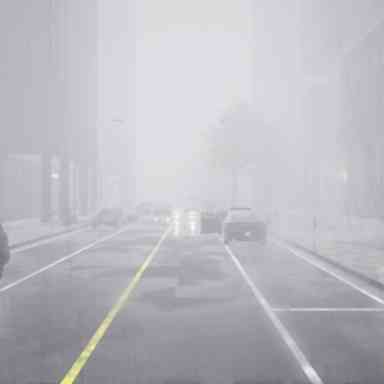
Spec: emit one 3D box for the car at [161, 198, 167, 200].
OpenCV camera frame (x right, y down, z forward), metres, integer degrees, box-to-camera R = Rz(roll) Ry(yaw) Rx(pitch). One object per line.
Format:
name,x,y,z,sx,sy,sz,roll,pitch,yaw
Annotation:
car,-5.773,2.058,57.183,1.752,1.417,4.829,0,-1,0

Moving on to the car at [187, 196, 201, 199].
car,-0.009,1.738,55.507,2.150,2.045,5.566,0,-1,0

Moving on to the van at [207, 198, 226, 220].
van,2.756,1.662,34.890,1.690,1.788,3.998,0,-1,0

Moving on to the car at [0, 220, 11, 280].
car,-5.764,1.377,6.787,2.192,1.841,5.009,0,-1,0

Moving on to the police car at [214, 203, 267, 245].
police car,2.364,1.576,16.580,1.930,1.638,5.238,0,-1,0

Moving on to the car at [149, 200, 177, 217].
car,-3.103,1.882,36.383,2.033,1.411,5.357,0,-1,0

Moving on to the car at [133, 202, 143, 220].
car,-5.768,1.792,29.090,1.752,1.417,4.829,0,-1,0

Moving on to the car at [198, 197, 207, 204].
car,2.746,2.125,85.453,2.192,1.841,5.009,0,-1,0

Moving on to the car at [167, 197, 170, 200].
car,-5.774,2.029,62.972,1.967,1.590,4.097,0,-1,0

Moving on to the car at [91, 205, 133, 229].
car,-5.767,1.782,23.641,1.947,1.339,4.313,0,-1,0

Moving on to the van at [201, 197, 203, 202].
van,2.753,1.821,51.744,1.690,1.788,3.998,0,-1,0

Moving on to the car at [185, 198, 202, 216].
car,0.067,1.928,43.634,1.812,1.442,4.674,0,0,0

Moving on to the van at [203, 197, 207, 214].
van,2.754,1.768,46.126,1.690,1.788,3.998,0,-1,0

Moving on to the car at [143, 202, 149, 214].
car,-5.770,1.939,40.497,1.947,1.339,4.313,0,-1,0

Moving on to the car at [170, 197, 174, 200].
car,-5.776,2.250,74.208,2.008,1.369,4.403,0,-1,0

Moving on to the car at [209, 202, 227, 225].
car,2.757,1.813,29.270,1.887,1.381,4.507,0,-1,0
